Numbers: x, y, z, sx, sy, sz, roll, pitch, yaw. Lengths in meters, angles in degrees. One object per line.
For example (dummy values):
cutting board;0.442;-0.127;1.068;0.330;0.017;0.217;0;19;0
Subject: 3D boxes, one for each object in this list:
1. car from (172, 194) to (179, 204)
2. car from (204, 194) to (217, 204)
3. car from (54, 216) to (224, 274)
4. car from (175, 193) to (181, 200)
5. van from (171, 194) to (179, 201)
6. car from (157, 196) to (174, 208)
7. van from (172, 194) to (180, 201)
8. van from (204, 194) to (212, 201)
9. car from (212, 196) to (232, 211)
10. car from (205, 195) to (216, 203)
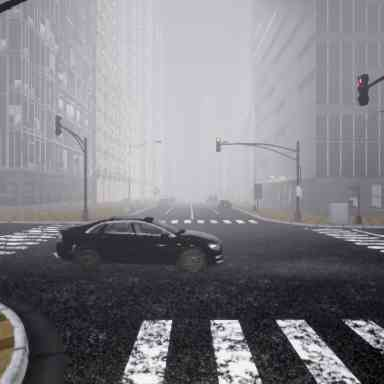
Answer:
car;-4.020;1.564;63.909;1.947;1.339;4.313;0;0;0
car;3.860;1.313;63.932;2.192;1.841;5.009;0;0;0
car;-1.513;1.491;10.008;4.902;1.511;2.128;1;0;-3
car;-4.054;1.426;74.964;1.967;1.590;4.097;0;0;0
van;-4.071;1.321;80.492;1.690;1.788;3.998;0;0;0
car;-3.970;1.592;47.326;1.802;1.307;4.206;0;0;0
van;-4.088;1.315;86.019;1.690;1.788;3.998;0;0;0
van;3.809;1.321;80.516;1.690;1.788;3.998;0;0;0
car;3.976;1.579;41.824;1.947;1.339;4.313;0;0;0
car;3.843;1.432;69.461;1.967;1.590;4.097;0;0;0
